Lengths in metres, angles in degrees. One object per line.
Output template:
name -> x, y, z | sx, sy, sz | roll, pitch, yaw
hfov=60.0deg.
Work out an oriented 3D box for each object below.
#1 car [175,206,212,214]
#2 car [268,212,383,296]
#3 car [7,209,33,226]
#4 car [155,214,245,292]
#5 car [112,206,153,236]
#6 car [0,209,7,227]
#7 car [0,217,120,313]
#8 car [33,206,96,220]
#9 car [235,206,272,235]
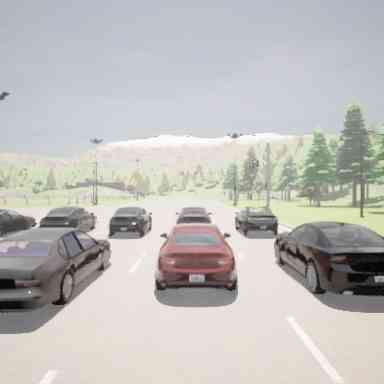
car -> 0.103, 1.577, 18.989 | 1.837, 1.490, 4.892 | 0, 0, 0
car -> 3.602, 1.511, 8.801 | 1.882, 1.535, 5.008 | 0, 0, 0
car -> -10.397, 1.614, 17.814 | 2.033, 1.411, 5.357 | 0, 0, 0
car -> 0.099, 1.559, 8.934 | 1.812, 1.442, 4.674 | 0, 0, 0
car -> -3.398, 1.577, 18.958 | 1.837, 1.490, 4.892 | 0, 0, 0
car -> -6.904, 1.251, 7.545 | 2.150, 2.045, 5.566 | 0, 0, 0
car -> -3.403, 1.578, 8.018 | 2.033, 1.411, 5.357 | 0, 0, 0
car -> -6.897, 1.577, 19.019 | 1.837, 1.490, 4.892 | 0, 0, 0
car -> 3.603, 1.564, 19.149 | 2.128, 1.511, 4.902 | 0, 0, 0
